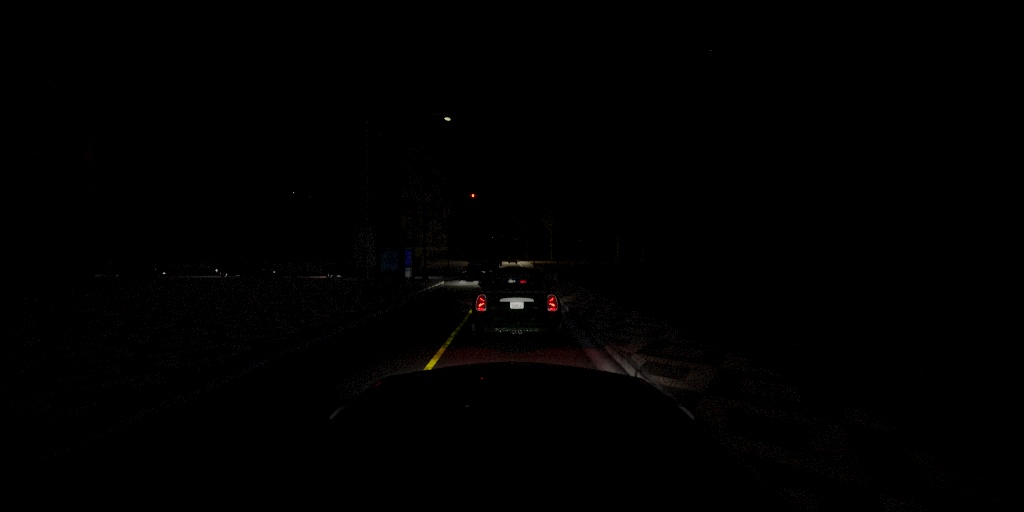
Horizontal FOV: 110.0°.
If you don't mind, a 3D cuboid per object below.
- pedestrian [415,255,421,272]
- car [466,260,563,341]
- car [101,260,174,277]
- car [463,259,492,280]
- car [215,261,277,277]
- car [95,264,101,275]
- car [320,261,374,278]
[{"bbox_3d":[-9.980,0.800,38.122,0.375,1.860,0.375,0,0,2],"label":"pedestrian"},{"bbox_3d":[0.114,1.099,9.972,2.097,1.767,4.553,0,0,0],"label":"car"},{"bbox_3d":[-33.723,1.248,32.563,4.718,1.301,1.895,0,0,2],"label":"car"},{"bbox_3d":[-3.018,1.207,30.743,1.882,1.535,5.008,0,0,0],"label":"car"},{"bbox_3d":[-23.825,1.166,32.278,4.902,1.511,2.128,0,1,2],"label":"car"},{"bbox_3d":[-39.366,1.094,35.916,4.902,1.511,2.128,0,1,2],"label":"car"},{"bbox_3d":[-14.453,1.192,32.014,4.902,1.511,2.128,0,1,2],"label":"car"}]
